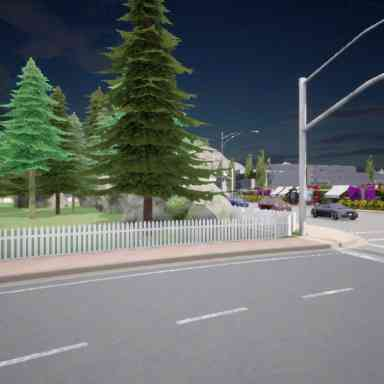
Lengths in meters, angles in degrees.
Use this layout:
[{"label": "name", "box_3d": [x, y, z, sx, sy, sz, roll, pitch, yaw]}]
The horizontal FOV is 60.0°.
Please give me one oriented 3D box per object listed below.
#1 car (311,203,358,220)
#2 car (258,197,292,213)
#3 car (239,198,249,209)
[{"label": "car", "box_3d": [12.066, 1.620, 28.416, 1.994, 1.385, 4.181, 0, 0, -16]}, {"label": "car", "box_3d": [9.312, 1.408, 37.707, 2.097, 1.767, 4.553, 0, 0, -16]}, {"label": "car", "box_3d": [6.382, 1.533, 47.601, 1.882, 1.535, 5.008, 0, 0, -17]}]
